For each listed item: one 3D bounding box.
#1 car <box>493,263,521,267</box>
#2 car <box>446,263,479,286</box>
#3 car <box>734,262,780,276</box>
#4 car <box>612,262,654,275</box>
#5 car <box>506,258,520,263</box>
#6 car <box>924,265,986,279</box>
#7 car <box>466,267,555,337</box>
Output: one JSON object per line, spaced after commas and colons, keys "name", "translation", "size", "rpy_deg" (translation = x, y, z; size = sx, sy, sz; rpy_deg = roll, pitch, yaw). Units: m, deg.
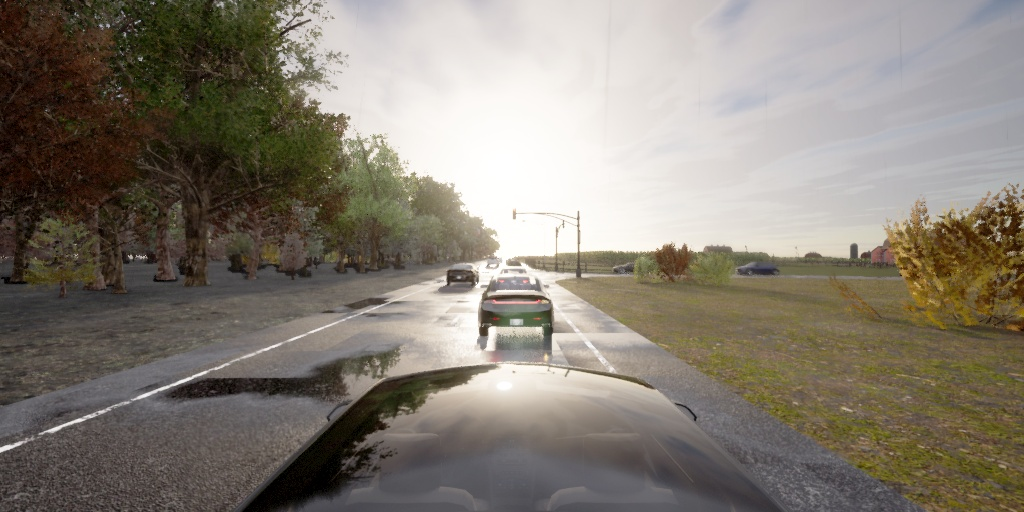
{"name": "car", "translation": [0.076, 1.302, 20.060], "size": [2.033, 1.411, 5.357], "rpy_deg": [0, 0, 0]}
{"name": "car", "translation": [-3.428, 1.233, 25.681], "size": [1.882, 1.535, 5.008], "rpy_deg": [0, 0, 0]}
{"name": "car", "translation": [29.247, 1.479, 42.976], "size": [4.553, 1.767, 2.097], "rpy_deg": [1, -1, 0]}
{"name": "car", "translation": [14.602, 1.474, 43.167], "size": [4.892, 1.490, 1.837], "rpy_deg": [1, -1, 2]}
{"name": "car", "translation": [0.149, 1.107, 56.895], "size": [2.097, 1.767, 4.553], "rpy_deg": [0, 0, -4]}
{"name": "car", "translation": [48.857, 1.882, 39.292], "size": [4.718, 1.301, 1.895], "rpy_deg": [1, -1, 1]}
{"name": "car", "translation": [0.090, 1.244, 10.319], "size": [2.128, 1.511, 4.902], "rpy_deg": [0, 0, 0]}
